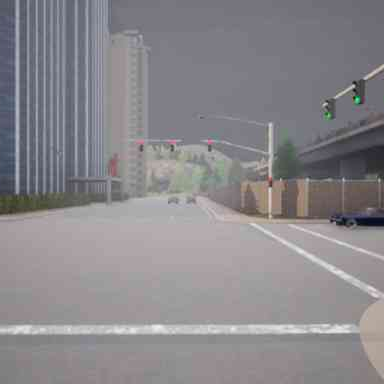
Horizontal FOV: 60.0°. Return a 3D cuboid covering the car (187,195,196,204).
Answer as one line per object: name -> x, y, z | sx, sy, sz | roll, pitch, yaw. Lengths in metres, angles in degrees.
car -> -0.130, 1.544, 63.670 | 2.033, 1.411, 5.357 | 0, 0, 0

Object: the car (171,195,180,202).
car -> -3.652, 1.452, 74.094 | 1.895, 1.301, 4.718 | 0, 0, 0

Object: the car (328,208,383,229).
car -> 11.347, 1.655, 21.243 | 4.718, 1.301, 1.895 | 0, 0, 1

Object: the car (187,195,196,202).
car -> -0.152, 1.381, 74.071 | 1.812, 1.442, 4.674 | 0, 0, 0

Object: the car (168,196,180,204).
car -> -3.630, 1.544, 63.662 | 2.033, 1.411, 5.357 | 0, 0, 0
